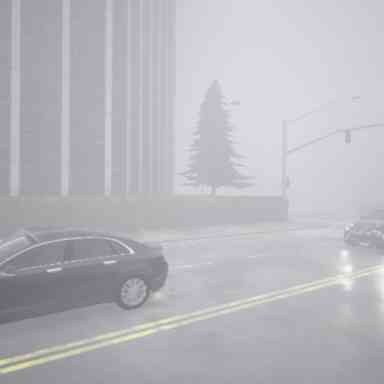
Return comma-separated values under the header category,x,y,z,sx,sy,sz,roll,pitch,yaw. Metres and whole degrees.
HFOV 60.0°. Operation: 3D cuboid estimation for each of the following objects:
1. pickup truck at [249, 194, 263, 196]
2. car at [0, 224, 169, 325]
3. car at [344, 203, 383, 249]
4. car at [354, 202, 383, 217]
category,x,y,z,sx,sy,sz,roll,pitch,yaw
pickup truck,13.781,1.399,71.428,2.390,2.098,6.274,0,0,-6
car,-2.764,1.513,6.309,4.892,1.490,1.837,0,0,-35
car,8.531,1.449,14.257,4.553,1.767,2.097,0,0,-35
car,19.505,1.798,34.924,1.994,1.385,4.181,1,0,-26
